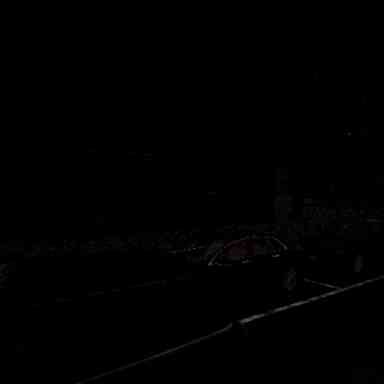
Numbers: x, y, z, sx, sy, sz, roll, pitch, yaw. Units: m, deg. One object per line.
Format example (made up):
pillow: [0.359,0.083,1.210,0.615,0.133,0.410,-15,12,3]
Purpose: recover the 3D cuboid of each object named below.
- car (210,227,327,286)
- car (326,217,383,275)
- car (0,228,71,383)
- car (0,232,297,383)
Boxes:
car: [0.631,1.527,7.098,4.403,1.369,2.008,0,0,-35]
car: [5.075,1.493,10.264,4.507,1.381,1.887,0,0,-35]
car: [-3.814,1.445,3.931,4.097,1.590,1.967,0,0,-35]
car: [-1.643,1.353,2.206,4.553,1.767,2.097,0,0,-35]
